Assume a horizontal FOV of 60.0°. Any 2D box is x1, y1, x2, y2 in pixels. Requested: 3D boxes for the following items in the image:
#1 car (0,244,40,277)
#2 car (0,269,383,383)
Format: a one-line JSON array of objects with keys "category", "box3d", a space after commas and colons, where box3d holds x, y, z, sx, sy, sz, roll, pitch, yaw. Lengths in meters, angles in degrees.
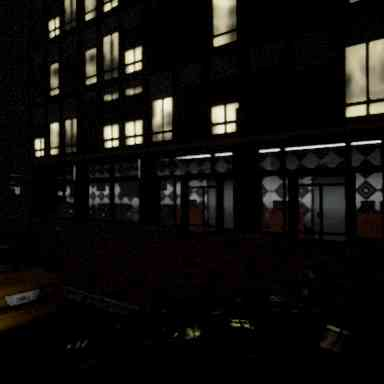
[{"category": "car", "box3d": [-4.296, 1.465, 6.120, 4.829, 1.417, 1.752, 1, -1, 35]}, {"category": "car", "box3d": [0.338, 1.556, 2.607, 4.313, 1.339, 1.947, 1, -1, 35]}]
